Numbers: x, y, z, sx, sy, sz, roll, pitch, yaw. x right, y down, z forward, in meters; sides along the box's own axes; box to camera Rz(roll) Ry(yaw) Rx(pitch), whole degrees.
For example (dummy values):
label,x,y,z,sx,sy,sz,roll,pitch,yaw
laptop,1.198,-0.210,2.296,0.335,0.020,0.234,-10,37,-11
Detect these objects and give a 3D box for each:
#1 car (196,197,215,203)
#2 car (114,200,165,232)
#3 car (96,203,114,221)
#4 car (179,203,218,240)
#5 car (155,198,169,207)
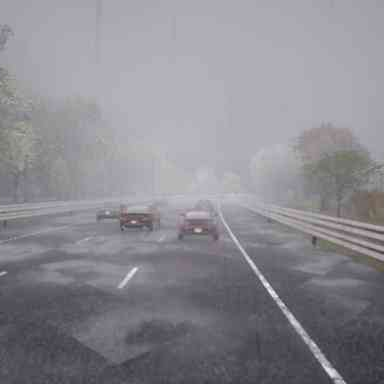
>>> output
label,x,y,z,sx,sy,sz,roll,pitch,yaw
car,1.385,1.577,38.240,1.994,1.385,4.181,0,0,4
car,-3.029,1.468,20.335,1.882,1.535,5.008,0,0,2
car,-6.253,1.543,26.984,1.994,1.385,4.181,0,0,3
car,0.356,1.528,17.036,1.812,1.442,4.674,0,0,2
car,-4.756,1.600,50.732,1.895,1.301,4.718,0,0,5
